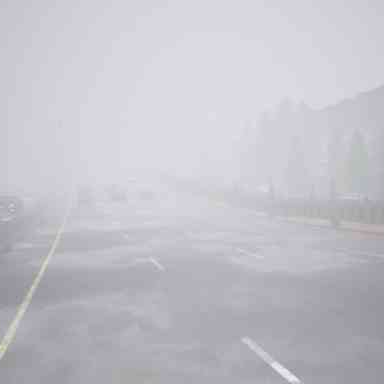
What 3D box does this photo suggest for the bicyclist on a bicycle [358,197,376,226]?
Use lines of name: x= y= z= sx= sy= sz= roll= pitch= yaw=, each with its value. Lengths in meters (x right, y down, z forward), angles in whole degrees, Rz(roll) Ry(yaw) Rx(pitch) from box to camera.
bicyclist on a bicycle: x=9.960 y=1.082 z=18.806 sx=1.656 sy=1.620 sz=0.582 roll=-2 pitch=0 yaw=-19

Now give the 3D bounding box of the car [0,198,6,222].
car: x=-14.317 y=1.621 z=22.217 sx=2.097 sy=1.767 sz=4.553 roll=-2 pitch=3 yaw=-18

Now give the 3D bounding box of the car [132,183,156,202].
car: x=-5.860 y=0.207 z=41.621 sx=1.882 sy=1.535 sz=5.008 roll=-2 pitch=7 yaw=-18

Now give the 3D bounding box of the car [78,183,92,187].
car: x=-15.292 y=-0.501 z=47.424 sx=1.882 sy=1.535 sz=5.008 roll=-2 pitch=7 yaw=-18

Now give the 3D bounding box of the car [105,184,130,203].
car: x=-8.962 y=0.379 z=39.875 sx=1.882 sy=1.535 sz=5.008 roll=-2 pitch=6 yaw=-18

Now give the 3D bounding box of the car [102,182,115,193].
car: x=-12.310 y=-0.755 z=49.837 sx=1.882 sy=1.535 sz=5.008 roll=-2 pitch=7 yaw=-18

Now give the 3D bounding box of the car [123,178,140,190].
car: x=-9.265 y=-1.176 z=51.451 sx=2.150 sy=2.045 sz=5.566 roll=-2 pitch=7 yaw=-18

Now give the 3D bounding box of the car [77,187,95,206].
car: x=-11.894 y=0.706 z=37.301 sx=2.033 sy=1.411 sz=5.357 roll=-2 pitch=6 yaw=-18

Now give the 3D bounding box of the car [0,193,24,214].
car: x=-17.367 y=1.059 z=31.369 sx=2.097 sy=1.767 sz=4.553 roll=-2 pitch=5 yaw=-18
